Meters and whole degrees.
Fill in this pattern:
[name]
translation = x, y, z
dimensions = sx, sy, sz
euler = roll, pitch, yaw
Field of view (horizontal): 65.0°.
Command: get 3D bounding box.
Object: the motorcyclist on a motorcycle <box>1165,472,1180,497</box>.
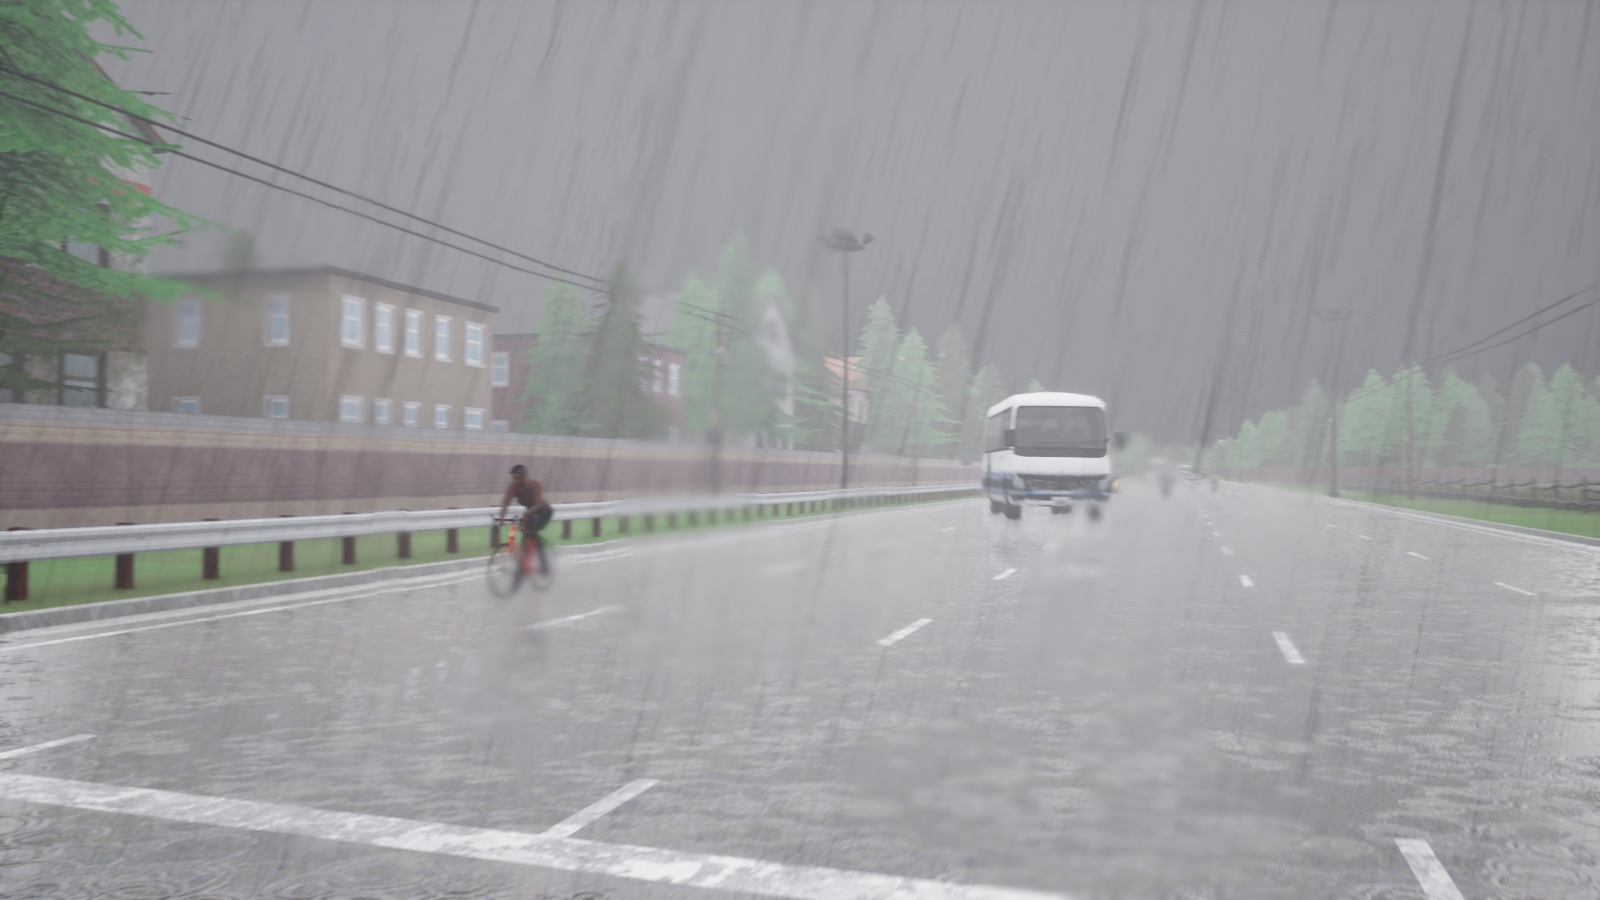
[motorcyclist on a motorcycle]
translation = 23.510, 2.151, 79.271
dimensions = 0.866, 1.530, 2.191
euler = 0, -1, 17

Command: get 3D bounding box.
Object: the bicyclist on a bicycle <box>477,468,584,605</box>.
[bicyclist on a bicycle]
translation = -3.345, 1.037, 15.737
dimensions = 0.582, 1.620, 1.656
euler = 0, -1, 17

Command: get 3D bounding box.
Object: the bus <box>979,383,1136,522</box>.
[bus]
translation = 8.673, 0.165, 43.905
dimensions = 3.944, 4.253, 10.273
euler = 1, -1, 4
